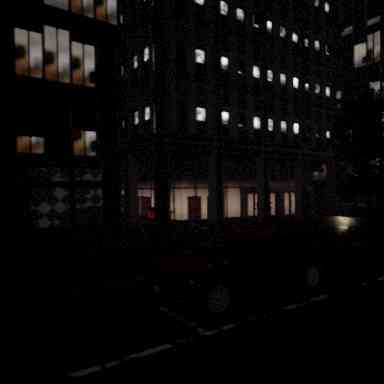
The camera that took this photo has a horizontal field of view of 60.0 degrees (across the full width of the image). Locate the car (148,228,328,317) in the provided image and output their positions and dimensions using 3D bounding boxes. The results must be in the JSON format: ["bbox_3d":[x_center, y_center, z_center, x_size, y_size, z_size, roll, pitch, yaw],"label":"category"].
[{"bbox_3d":[1.182,1.536,7.415,4.507,1.381,1.887,0,-1,-35],"label":"car"}]
